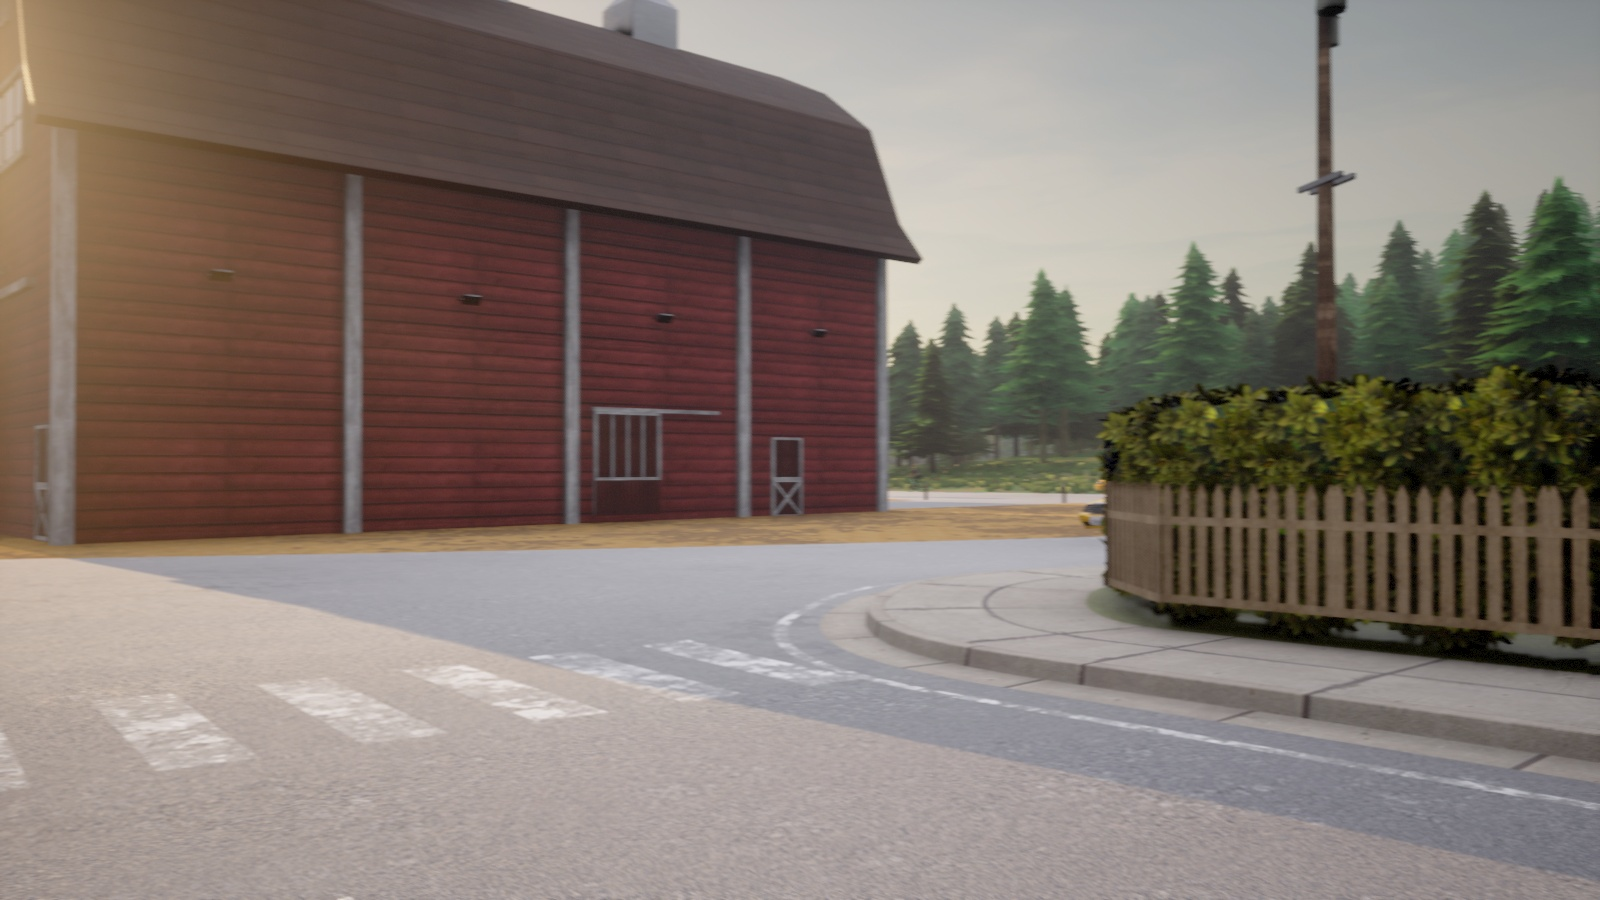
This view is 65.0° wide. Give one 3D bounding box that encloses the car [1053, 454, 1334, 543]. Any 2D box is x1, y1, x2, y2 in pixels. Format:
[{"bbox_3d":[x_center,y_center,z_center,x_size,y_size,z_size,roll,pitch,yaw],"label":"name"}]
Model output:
[{"bbox_3d":[7.835,0.919,24.922,5.366,1.575,1.801,-1,-1,-22],"label":"car"}]
